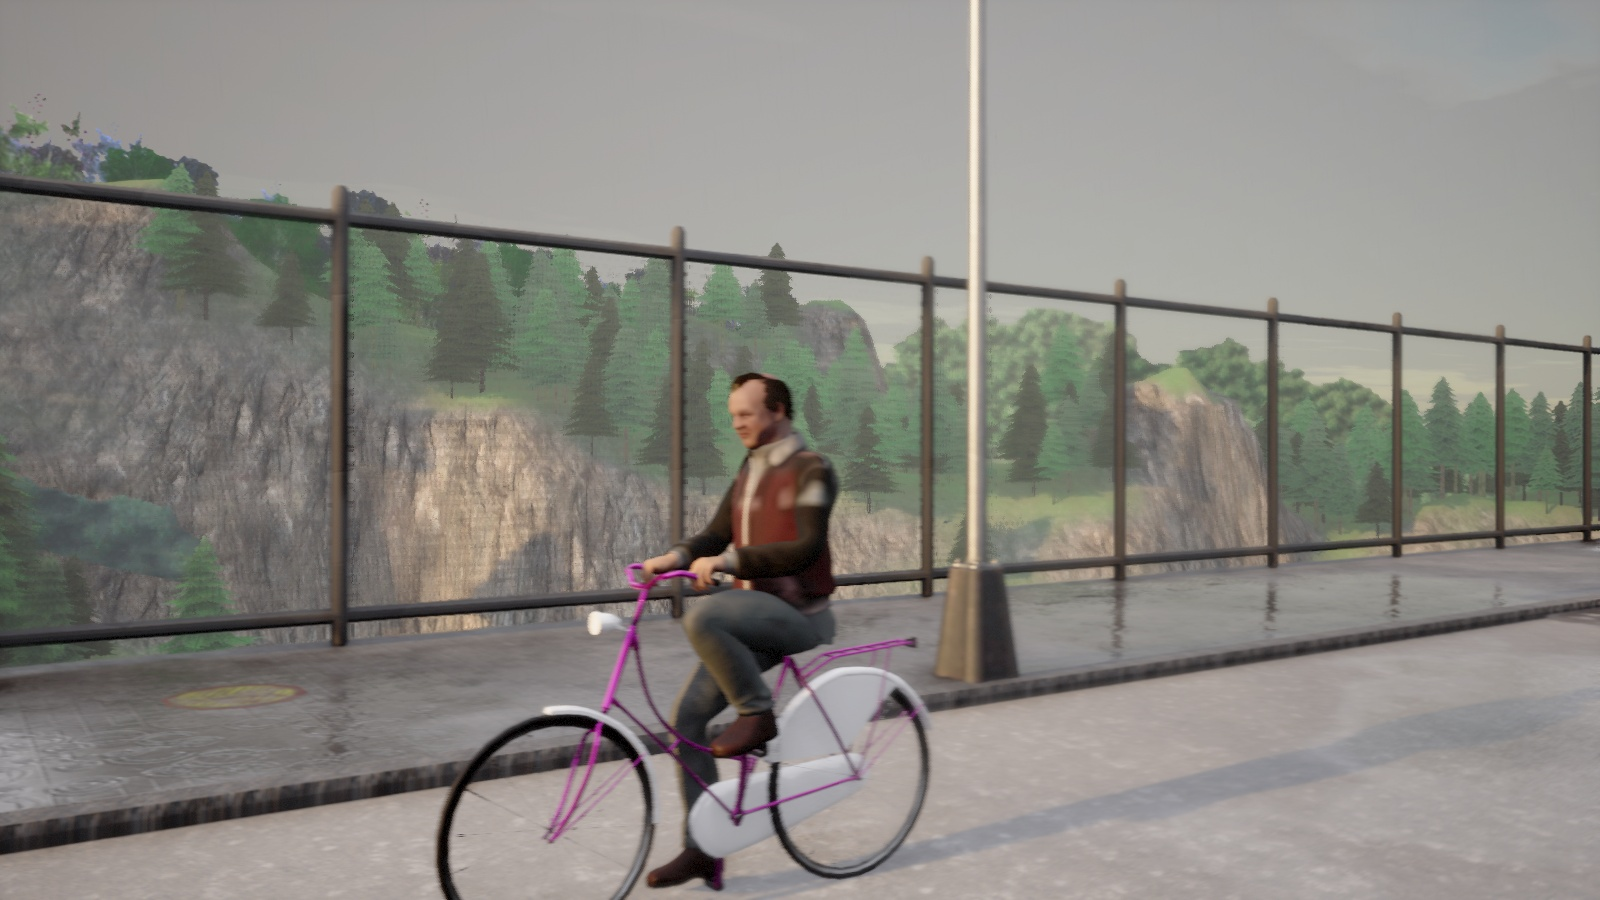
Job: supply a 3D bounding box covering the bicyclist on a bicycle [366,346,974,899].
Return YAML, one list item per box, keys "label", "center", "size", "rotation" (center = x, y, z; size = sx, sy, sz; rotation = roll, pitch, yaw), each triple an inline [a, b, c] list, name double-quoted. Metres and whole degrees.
- label: "bicyclist on a bicycle"
  center: [-0.353, 0.626, 4.020]
  size: [1.843, 1.776, 0.659]
  rotation: [0, 0, -35]
